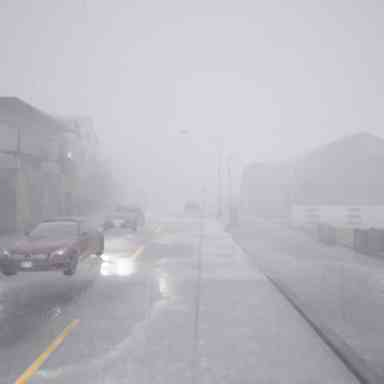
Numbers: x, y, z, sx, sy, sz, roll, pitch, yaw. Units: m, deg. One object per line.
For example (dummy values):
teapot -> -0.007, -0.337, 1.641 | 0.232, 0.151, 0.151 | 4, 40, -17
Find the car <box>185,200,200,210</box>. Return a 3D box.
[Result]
car -> 0.051, 1.704, 43.724 | 1.895, 1.301, 4.718 | 0, 0, 0

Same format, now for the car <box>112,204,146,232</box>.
car -> -4.072, 1.541, 20.714 | 2.128, 1.511, 4.902 | 0, 0, 0

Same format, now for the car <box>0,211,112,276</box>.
car -> -4.098, 1.551, 10.591 | 1.812, 1.442, 4.674 | 0, 0, 0
